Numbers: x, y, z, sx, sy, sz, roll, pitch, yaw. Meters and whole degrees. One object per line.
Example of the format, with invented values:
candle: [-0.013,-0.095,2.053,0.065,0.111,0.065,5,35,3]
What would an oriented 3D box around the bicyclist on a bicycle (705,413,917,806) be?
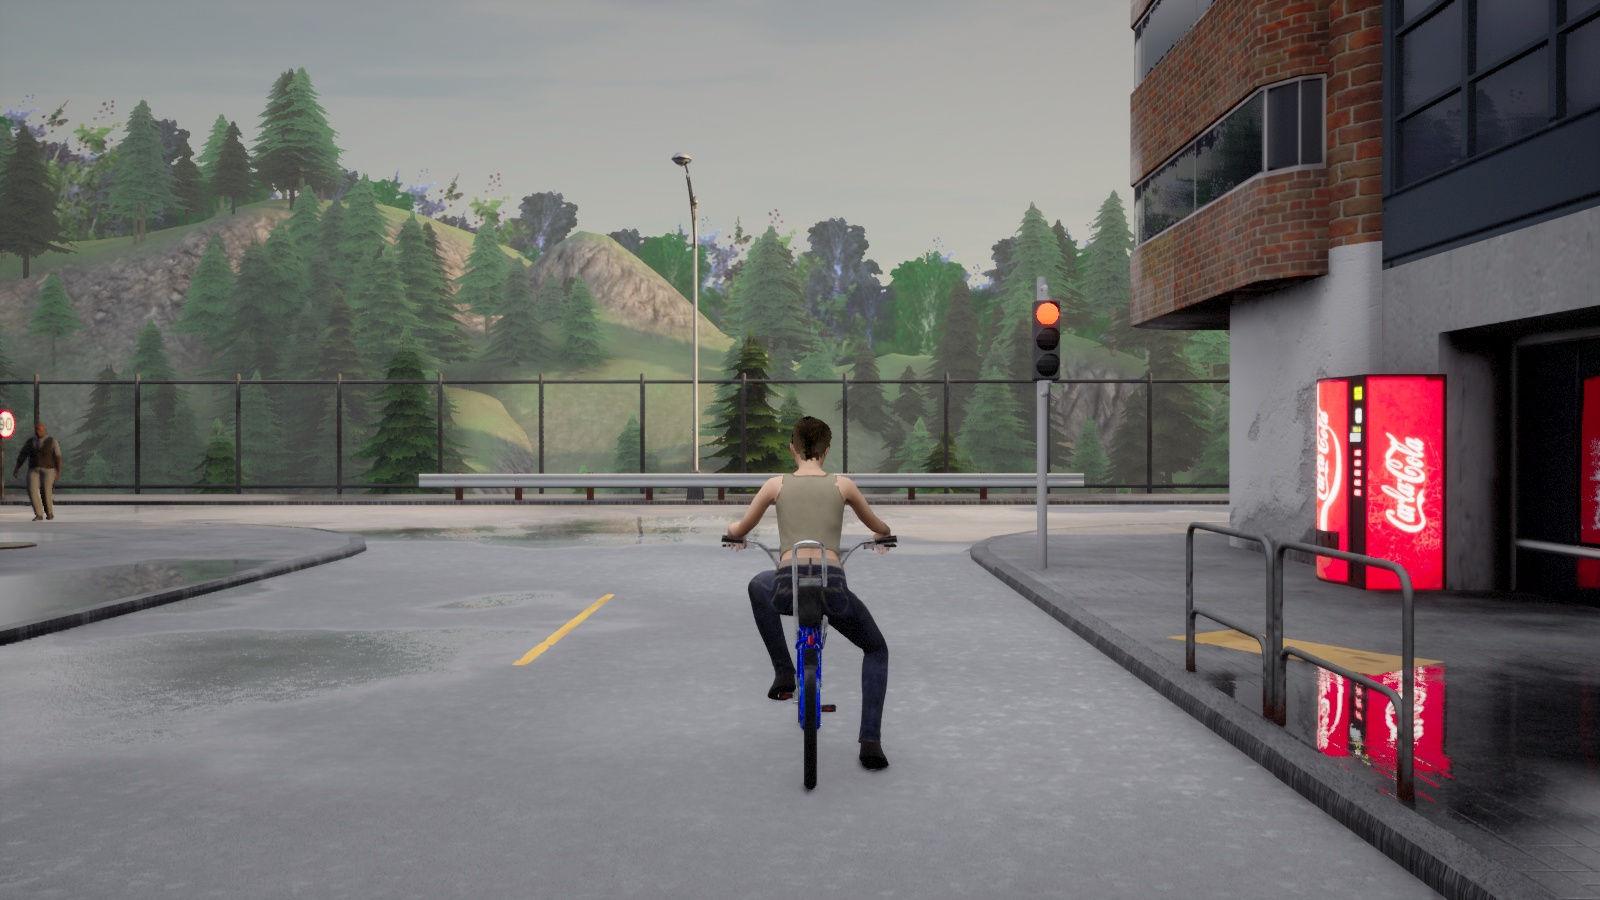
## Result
bicyclist on a bicycle: [0.045,0.650,5.896,0.866,1.612,1.509,0,0,0]

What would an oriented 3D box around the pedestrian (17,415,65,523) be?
pedestrian: [-13.543,0.325,22.416,0.563,1.883,0.849,0,0,-19]
